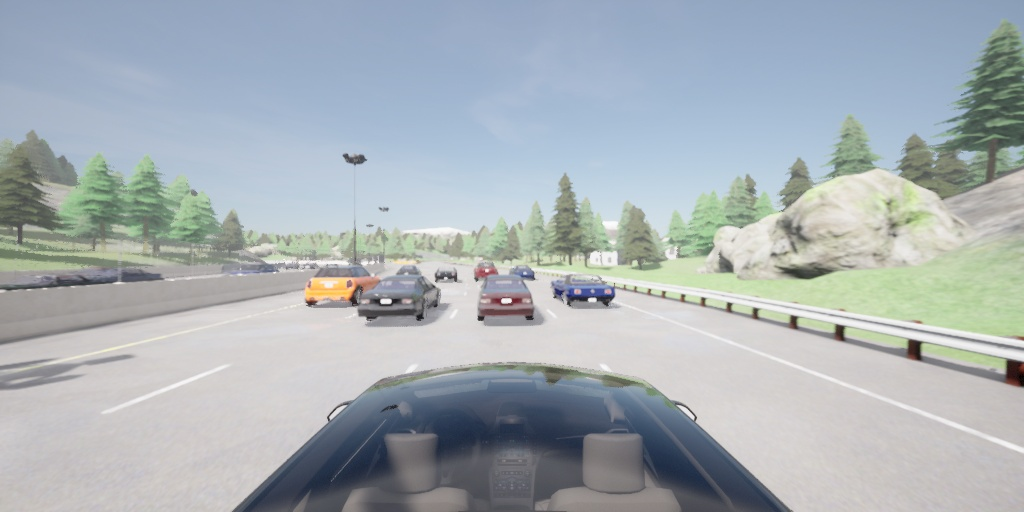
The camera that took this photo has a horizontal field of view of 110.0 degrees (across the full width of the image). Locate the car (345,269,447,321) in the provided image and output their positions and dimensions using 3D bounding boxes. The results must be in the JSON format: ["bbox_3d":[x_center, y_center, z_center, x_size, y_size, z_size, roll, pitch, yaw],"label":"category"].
[{"bbox_3d":[-3.798,1.384,12.915,2.033,1.411,5.357,0,0,-3],"label":"car"}]

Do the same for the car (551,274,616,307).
[{"bbox_3d":[2.991,1.444,16.220,1.895,1.301,4.718,0,0,-4],"label":"car"}]

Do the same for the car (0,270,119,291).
[{"bbox_3d":[-21.451,1.503,16.356,1.895,1.301,4.718,0,0,-4],"label":"car"}]

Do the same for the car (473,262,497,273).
[{"bbox_3d":[-2.503,1.327,33.408,2.097,1.767,4.553,0,0,-9],"label":"car"}]

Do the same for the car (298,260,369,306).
[{"bbox_3d":[-7.595,1.223,16.680,2.097,1.767,4.553,0,0,-4],"label":"car"}]

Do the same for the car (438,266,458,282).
[{"bbox_3d":[-5.787,1.573,31.900,1.895,1.301,4.718,0,0,-8],"label":"car"}]

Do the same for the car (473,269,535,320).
[{"bbox_3d":[-0.299,1.376,12.982,2.033,1.411,5.357,0,0,-3],"label":"car"}]

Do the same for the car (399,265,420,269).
[{"bbox_3d":[-9.618,1.557,33.641,1.994,1.385,4.181,0,0,-9],"label":"car"}]

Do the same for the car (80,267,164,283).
[{"bbox_3d":[-25.912,1.510,23.522,2.033,1.411,5.357,0,0,-5],"label":"car"}]

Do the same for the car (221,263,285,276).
[{"bbox_3d":[-19.357,1.319,26.664,2.097,1.767,4.553,0,0,-8],"label":"car"}]

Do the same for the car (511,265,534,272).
[{"bbox_3d":[0.880,1.537,34.407,1.994,1.385,4.181,0,0,-9],"label":"car"}]
